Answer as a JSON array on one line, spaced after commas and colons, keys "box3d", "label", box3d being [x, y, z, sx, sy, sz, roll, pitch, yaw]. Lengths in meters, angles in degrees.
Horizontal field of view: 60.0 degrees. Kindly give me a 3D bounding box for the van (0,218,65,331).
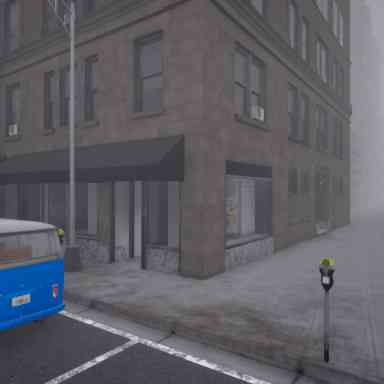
[{"box3d": [-3.995, 1.340, 5.926, 3.998, 1.788, 1.690, 0, 0, 35], "label": "van"}]
